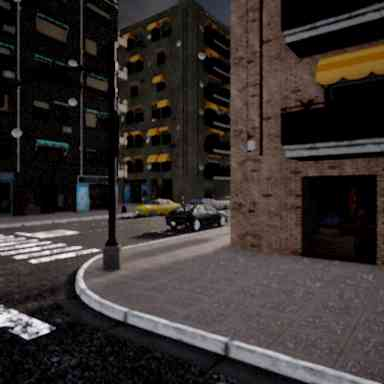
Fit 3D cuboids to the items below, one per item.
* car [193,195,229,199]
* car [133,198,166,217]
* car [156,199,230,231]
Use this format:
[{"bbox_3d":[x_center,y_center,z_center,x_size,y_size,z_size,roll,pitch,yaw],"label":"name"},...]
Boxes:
[{"bbox_3d":[0.709,1.212,28.225,2.033,1.411,5.357,0,1,36],"label":"car"},{"bbox_3d":[-2.802,1.223,27.576,1.752,1.417,4.829,1,1,36],"label":"car"},{"bbox_3d":[0.342,1.316,18.514,2.008,1.369,4.403,1,1,36],"label":"car"}]
